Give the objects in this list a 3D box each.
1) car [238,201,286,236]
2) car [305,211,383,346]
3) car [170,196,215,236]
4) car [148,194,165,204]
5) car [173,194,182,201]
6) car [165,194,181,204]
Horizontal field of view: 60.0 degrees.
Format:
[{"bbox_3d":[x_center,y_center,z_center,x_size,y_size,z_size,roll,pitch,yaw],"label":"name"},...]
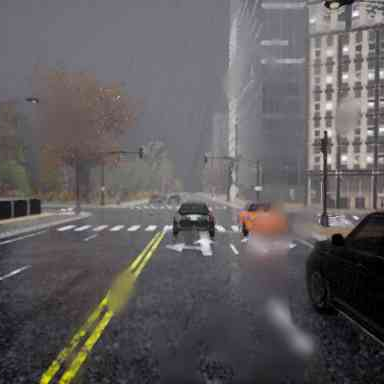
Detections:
[{"bbox_3d":[3.687,1.289,18.165,2.097,1.767,4.553,0,0,4],"label":"car"},{"bbox_3d":[3.350,1.201,4.350,2.150,2.045,5.566,0,0,0],"label":"car"},{"bbox_3d":[0.095,1.289,18.164,2.097,1.767,4.553,0,0,0],"label":"car"},{"bbox_3d":[-6.549,1.176,59.958,2.097,1.767,4.553,0,0,1],"label":"car"},{"bbox_3d":[-3.262,1.293,74.874,1.837,1.490,4.892,0,0,0],"label":"car"},{"bbox_3d":[-3.296,1.349,59.927,1.812,1.442,4.674,0,0,1],"label":"car"}]
